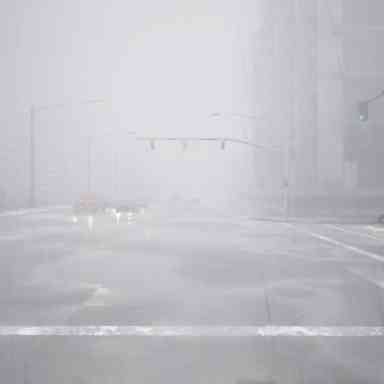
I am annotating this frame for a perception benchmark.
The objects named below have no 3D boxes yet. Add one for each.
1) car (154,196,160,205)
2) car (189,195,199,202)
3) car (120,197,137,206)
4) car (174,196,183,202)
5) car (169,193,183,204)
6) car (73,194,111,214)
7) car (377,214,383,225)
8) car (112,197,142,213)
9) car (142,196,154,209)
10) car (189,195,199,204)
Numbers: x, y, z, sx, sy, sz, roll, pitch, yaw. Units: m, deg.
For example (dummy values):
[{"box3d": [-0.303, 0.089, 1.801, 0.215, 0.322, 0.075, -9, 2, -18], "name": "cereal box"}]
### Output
[{"box3d": [-6.811, 1.476, 59.464, 2.128, 1.511, 4.902, 0, 0, 1], "name": "car"}, {"box3d": [0.512, 1.505, 75.182, 2.128, 1.511, 4.902, 0, 0, 1], "name": "car"}, {"box3d": [-10.411, 1.512, 55.010, 1.812, 1.442, 4.674, 0, 0, 1], "name": "car"}, {"box3d": [-2.985, 1.492, 75.532, 1.895, 1.301, 4.718, 0, 0, 1], "name": "car"}, {"box3d": [-3.160, 1.205, 64.890, 2.150, 2.045, 5.566, 0, 0, 1], "name": "car"}, {"box3d": [-10.725, 1.213, 35.334, 2.150, 2.045, 5.566, 0, 0, 1], "name": "car"}, {"box3d": [13.957, 1.559, 20.710, 4.181, 1.385, 1.994, 0, 0, 0], "name": "car"}, {"box3d": [-7.195, 1.555, 37.273, 1.994, 1.385, 4.181, 0, 0, 1], "name": "car"}, {"box3d": [-7.043, 1.536, 46.515, 2.033, 1.411, 5.357, 0, 0, 2], "name": "car"}, {"box3d": [0.382, 1.511, 61.940, 1.812, 1.442, 4.674, 0, -1, 1], "name": "car"}]
